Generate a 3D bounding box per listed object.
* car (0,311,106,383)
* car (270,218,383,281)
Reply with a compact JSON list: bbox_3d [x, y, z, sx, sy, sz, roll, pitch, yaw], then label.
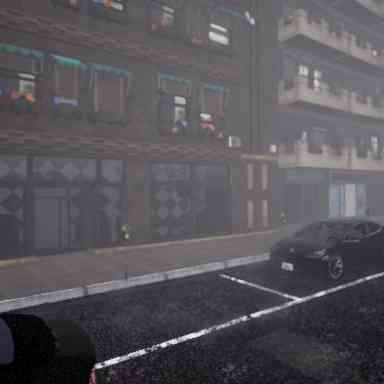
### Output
[{"bbox_3d":[-2.799,1.513,1.379,4.902,1.511,2.128,-1,1,-36],"label":"car"},{"bbox_3d":[4.145,1.448,9.540,4.313,1.339,1.947,-1,1,-36],"label":"car"}]
